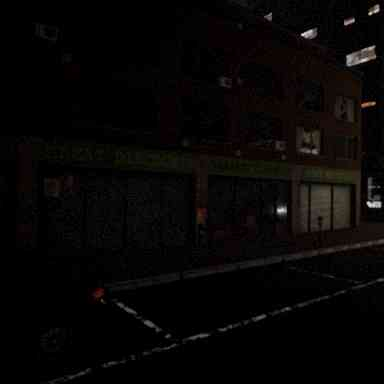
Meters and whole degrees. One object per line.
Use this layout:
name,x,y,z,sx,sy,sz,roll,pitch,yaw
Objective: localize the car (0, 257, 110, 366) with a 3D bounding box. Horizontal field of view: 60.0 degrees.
car,-3.180,1.582,4.277,4.206,1.307,1.802,0,1,-36
